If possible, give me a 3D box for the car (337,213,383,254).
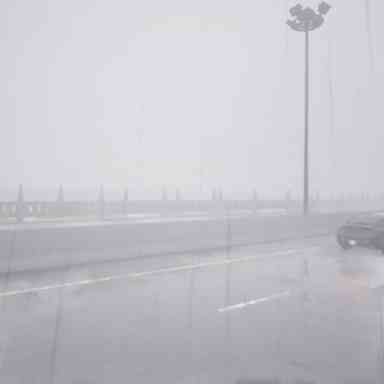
[{"bbox_3d":[7.984,1.642,13.855,4.892,1.490,1.837,0,0,-35],"label":"car"}]
